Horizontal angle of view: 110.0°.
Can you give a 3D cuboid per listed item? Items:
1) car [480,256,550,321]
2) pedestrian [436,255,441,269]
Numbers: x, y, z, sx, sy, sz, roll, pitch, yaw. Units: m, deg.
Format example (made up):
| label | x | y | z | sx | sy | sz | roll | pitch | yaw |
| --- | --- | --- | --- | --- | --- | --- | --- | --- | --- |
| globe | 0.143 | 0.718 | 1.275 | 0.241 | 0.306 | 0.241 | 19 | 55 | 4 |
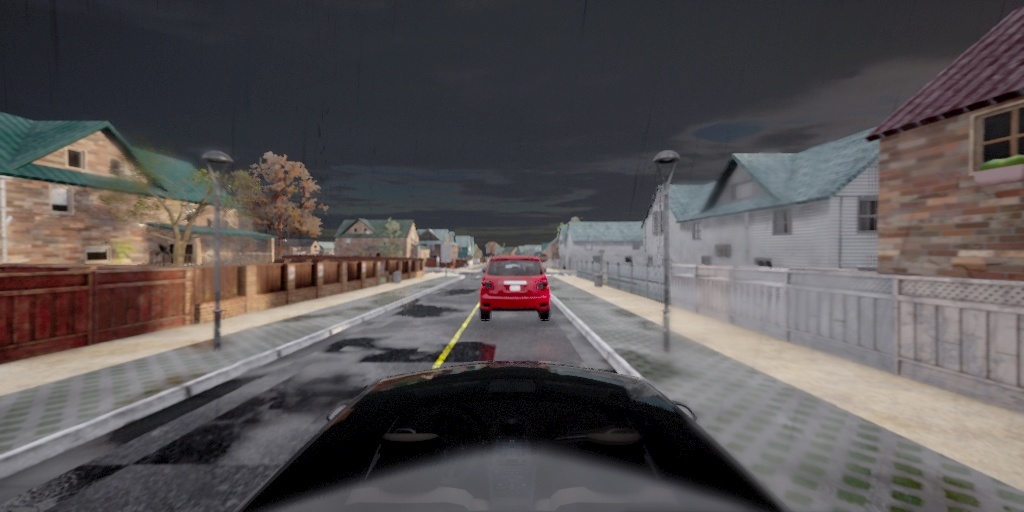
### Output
| label | x | y | z | sx | sy | sz | roll | pitch | yaw |
| --- | --- | --- | --- | --- | --- | --- | --- | --- | --- |
| car | 0.090 | 1.006 | 12.827 | 2.150 | 2.045 | 5.566 | 0 | 0 | 0 |
| pedestrian | -9.729 | 0.767 | 47.245 | 0.375 | 1.860 | 0.375 | 0 | 0 | 1 |
